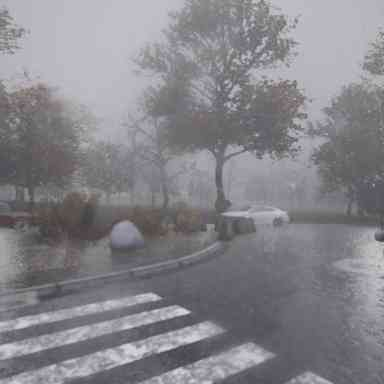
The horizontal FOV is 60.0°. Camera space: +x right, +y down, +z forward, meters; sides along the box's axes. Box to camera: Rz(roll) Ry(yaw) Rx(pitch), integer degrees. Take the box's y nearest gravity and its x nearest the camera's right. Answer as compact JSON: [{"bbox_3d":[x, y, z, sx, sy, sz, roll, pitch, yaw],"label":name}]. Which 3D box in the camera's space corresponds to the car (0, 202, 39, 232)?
[{"bbox_3d":[-9.245,1.075,14.791,4.718,1.301,1.895,4,-2,-37],"label":"car"}]

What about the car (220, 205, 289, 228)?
[{"bbox_3d":[4.177,1.585,22.225,4.674,1.442,1.812,1,0,-12],"label":"car"}]
